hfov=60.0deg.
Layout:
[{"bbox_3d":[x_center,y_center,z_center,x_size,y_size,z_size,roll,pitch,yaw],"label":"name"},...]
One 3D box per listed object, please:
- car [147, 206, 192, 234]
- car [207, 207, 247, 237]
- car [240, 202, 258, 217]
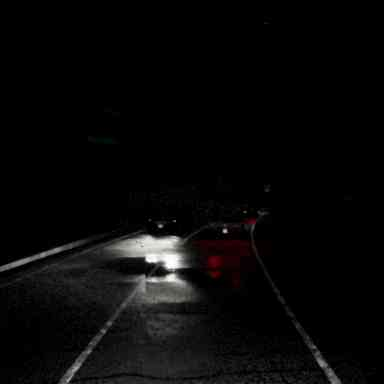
[{"bbox_3d":[-1.261,1.602,20.373,2.128,1.511,4.902,1,0,11],"label":"car"},{"bbox_3d":[2.086,1.766,19.394,1.895,1.301,4.718,1,0,10],"label":"car"},{"bbox_3d":[6.090,1.812,36.204,1.812,1.442,4.674,1,2,16],"label":"car"}]
